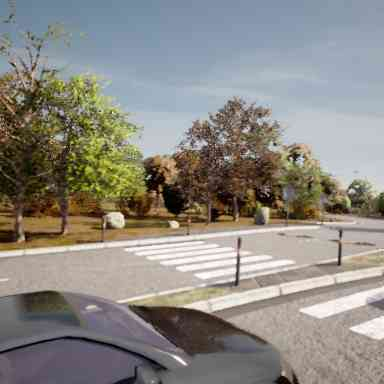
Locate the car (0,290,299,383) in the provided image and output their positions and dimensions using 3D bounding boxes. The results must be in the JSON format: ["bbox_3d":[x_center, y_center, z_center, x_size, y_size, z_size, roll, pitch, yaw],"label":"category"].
[{"bbox_3d":[-1.080,1.566,2.633,4.181,1.385,1.994,1,0,-32],"label":"car"}]
